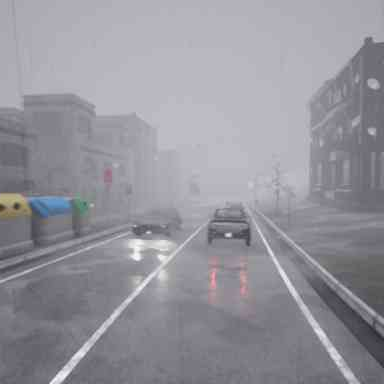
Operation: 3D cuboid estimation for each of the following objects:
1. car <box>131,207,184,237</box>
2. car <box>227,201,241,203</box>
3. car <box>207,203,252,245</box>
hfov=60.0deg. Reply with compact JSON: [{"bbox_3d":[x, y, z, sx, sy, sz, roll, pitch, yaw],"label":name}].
[{"bbox_3d":[-1.663,1.510,18.142,2.033,1.411,5.357,1,0,8],"label":"car"},{"bbox_3d":[4.596,1.599,36.377,1.895,1.301,4.718,1,0,8],"label":"car"},{"bbox_3d":[1.764,1.491,15.589,2.128,1.511,4.902,1,0,7],"label":"car"}]
